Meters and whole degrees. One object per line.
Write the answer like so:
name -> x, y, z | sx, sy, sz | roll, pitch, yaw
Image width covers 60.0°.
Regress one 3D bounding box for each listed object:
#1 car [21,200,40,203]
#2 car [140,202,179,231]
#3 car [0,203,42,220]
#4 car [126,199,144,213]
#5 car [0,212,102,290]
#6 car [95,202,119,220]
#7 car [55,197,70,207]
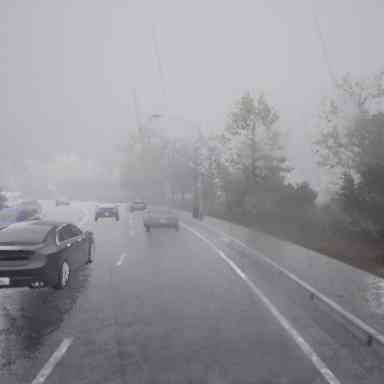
car -> -16.014, 1.540, 32.889 | 1.837, 1.490, 4.892 | 0, 0, -18
car -> -2.000, 1.573, 20.658 | 1.994, 1.385, 4.181 | 0, 0, -10
car -> -8.333, 1.502, 14.935 | 1.882, 1.535, 5.008 | 0, 0, -8
car -> -6.302, 1.515, 37.510 | 2.128, 1.511, 4.902 | 0, 0, -18
car -> -3.946, 1.518, 9.004 | 1.837, 1.490, 4.892 | 0, 0, -4
car -> -7.095, 1.547, 27.866 | 1.812, 1.442, 4.674 | 0, 0, -13
car -> -20.702, 1.568, 53.120 | 1.812, 1.442, 4.674 | 0, 0, -27
